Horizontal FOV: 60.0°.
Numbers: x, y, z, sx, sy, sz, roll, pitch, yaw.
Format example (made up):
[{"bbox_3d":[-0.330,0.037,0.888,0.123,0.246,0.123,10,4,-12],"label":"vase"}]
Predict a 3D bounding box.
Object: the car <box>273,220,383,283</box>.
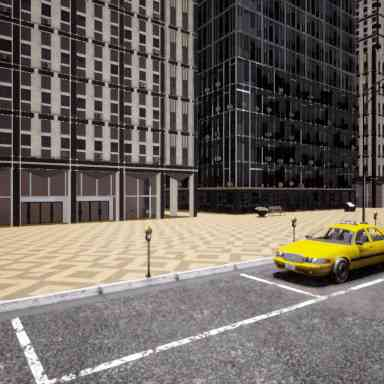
[{"bbox_3d":[4.407,1.526,9.653,4.829,1.417,1.752,0,0,-35],"label":"car"}]
